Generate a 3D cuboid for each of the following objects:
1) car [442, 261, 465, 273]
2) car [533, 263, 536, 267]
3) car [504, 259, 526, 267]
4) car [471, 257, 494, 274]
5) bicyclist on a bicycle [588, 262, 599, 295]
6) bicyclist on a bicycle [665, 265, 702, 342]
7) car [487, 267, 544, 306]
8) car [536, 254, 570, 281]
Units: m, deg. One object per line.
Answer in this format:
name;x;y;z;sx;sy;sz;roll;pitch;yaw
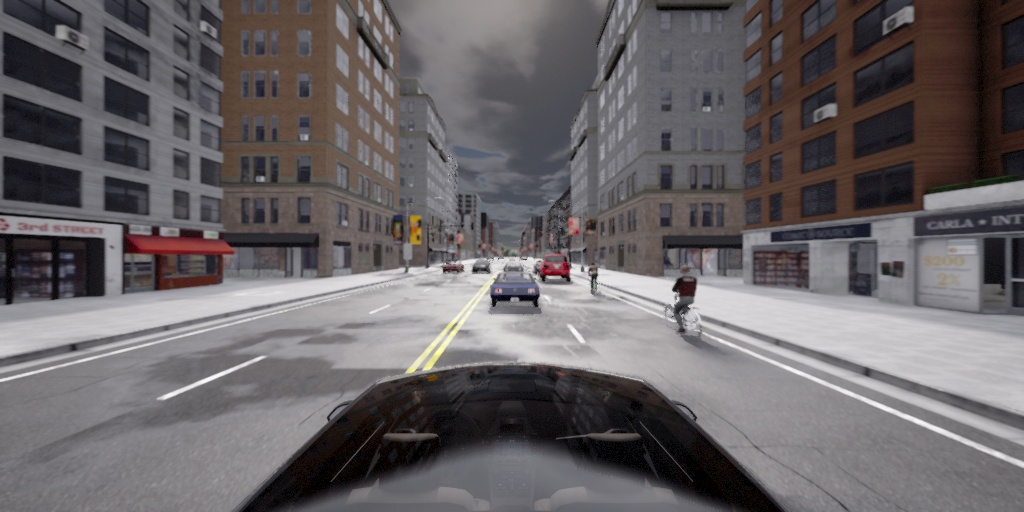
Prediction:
car;-6.509;1.231;40.120;1.895;1.301;4.718;0;0;1
car;3.281;1.238;38.762;1.895;1.301;4.718;0;0;0
car;0.127;1.250;34.192;1.895;1.301;4.718;0;0;0
car;-3.268;1.140;39.176;1.837;1.490;4.892;0;0;1
bicyclist on a bicycle;4.156;1.151;18.282;0.582;1.620;1.656;0;0;0
bicyclist on a bicycle;4.148;1.099;8.801;0.659;1.776;1.843;0;0;0
car;0.111;1.307;15.349;1.895;1.301;4.718;0;0;0
car;3.343;0.889;28.720;2.150;2.045;5.566;0;0;2
